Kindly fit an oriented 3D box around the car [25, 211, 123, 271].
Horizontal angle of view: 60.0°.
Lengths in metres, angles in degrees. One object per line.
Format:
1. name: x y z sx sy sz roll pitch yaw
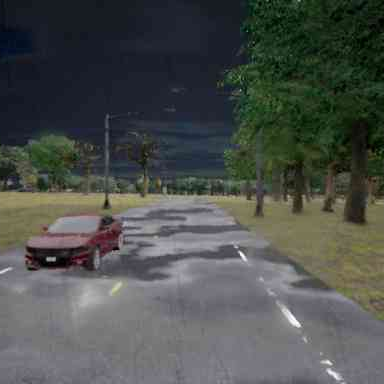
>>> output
1. car: -3.600 1.431 10.990 1.882 1.535 5.008 0 0 0
